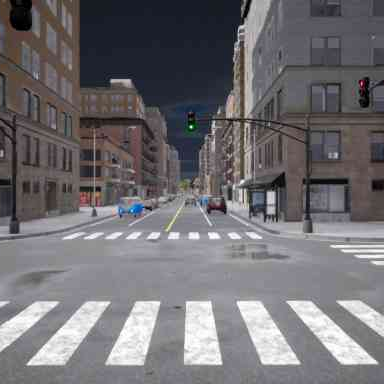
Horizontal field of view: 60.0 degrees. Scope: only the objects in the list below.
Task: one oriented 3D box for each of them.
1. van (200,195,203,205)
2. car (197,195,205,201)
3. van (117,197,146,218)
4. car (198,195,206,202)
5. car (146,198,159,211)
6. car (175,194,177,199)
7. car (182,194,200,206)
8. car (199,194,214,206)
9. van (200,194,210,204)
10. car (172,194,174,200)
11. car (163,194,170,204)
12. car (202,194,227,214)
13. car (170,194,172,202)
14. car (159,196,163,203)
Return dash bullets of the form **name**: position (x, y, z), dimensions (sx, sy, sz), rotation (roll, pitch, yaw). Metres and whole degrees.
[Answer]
- **van**: position (2.476, 1.349, 51.620), dimensions (1.690, 1.788, 3.998), rotation (0, 0, 0)
- **car**: position (2.310, 1.450, 84.057), dimensions (1.967, 1.590, 4.097), rotation (0, 0, 0)
- **van**: position (-5.530, 1.346, 29.960), dimensions (1.690, 1.788, 3.998), rotation (0, 0, 0)
- **car**: position (2.337, 1.535, 78.821), dimensions (1.752, 1.417, 4.829), rotation (0, 0, 0)
- **car**: position (-5.573, 1.573, 40.772), dimensions (1.947, 1.339, 4.313), rotation (0, 0, 0)
- **car**: position (-5.765, 1.592, 89.428), dimensions (1.802, 1.307, 4.206), rotation (0, 0, 0)
- **car**: position (-0.176, 1.499, 55.101), dimensions (2.128, 1.511, 4.902), rotation (0, 0, 0)
- **car**: position (2.449, 1.323, 57.027), dimensions (2.192, 1.841, 5.009), rotation (0, 0, 0)
- **van**: position (2.421, 1.349, 62.433), dimensions (1.690, 1.788, 3.998), rotation (0, 0, 0)
- **car**: position (-5.701, 1.575, 73.210), dimensions (1.947, 1.339, 4.313), rotation (0, 0, 0)
- **car**: position (-5.657, 1.534, 62.228), dimensions (1.752, 1.417, 4.829), rotation (0, 0, 0)
- **car**: position (2.560, 1.321, 35.402), dimensions (2.192, 1.841, 5.009), rotation (0, 0, 0)
- **car**: position (-5.679, 1.559, 67.803), dimensions (2.008, 1.369, 4.403), rotation (0, 0, 0)
- **car**: position (-5.594, 1.552, 46.179), dimensions (1.887, 1.381, 4.507), rotation (0, 0, 0)
